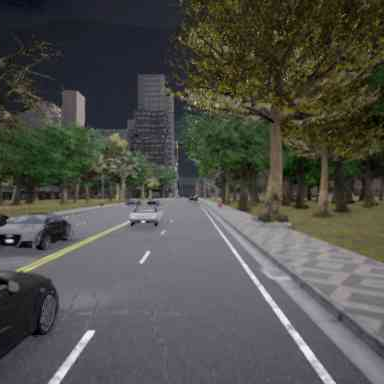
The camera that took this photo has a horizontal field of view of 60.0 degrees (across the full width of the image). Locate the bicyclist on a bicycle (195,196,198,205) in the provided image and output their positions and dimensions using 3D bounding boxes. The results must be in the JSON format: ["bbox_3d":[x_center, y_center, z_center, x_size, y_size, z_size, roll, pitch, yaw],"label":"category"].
[{"bbox_3d":[0.871,1.618,63.021,0.659,1.776,1.843,0,0,0],"label":"bicyclist on a bicycle"}]

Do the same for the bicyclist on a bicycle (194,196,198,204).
[{"bbox_3d":[0.864,1.759,72.591,0.866,1.612,1.509,0,0,0],"label":"bicyclist on a bicycle"}]

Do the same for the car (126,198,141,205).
[{"bbox_3d":[-9.809,1.749,56.170,2.033,1.411,5.357,0,0,1],"label":"car"}]

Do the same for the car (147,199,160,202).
[{"bbox_3d":[-6.564,1.806,56.812,1.895,1.301,4.718,0,0,1],"label":"car"}]

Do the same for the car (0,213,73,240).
[{"bbox_3d":[-6.605,1.587,14.027,1.994,1.385,4.181,0,0,0],"label":"car"}]

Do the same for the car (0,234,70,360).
[{"bbox_3d":[-3.164,1.529,3.716,1.812,1.442,4.674,0,0,0],"label":"car"}]

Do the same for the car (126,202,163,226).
[{"bbox_3d":[-3.159,1.653,23.787,1.895,1.301,4.718,0,0,0],"label":"car"}]

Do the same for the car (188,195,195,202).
[{"bbox_3d":[-0.032,1.798,86.112,1.837,1.490,4.892,0,0,0],"label":"car"}]
